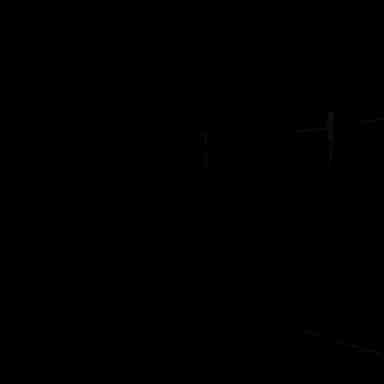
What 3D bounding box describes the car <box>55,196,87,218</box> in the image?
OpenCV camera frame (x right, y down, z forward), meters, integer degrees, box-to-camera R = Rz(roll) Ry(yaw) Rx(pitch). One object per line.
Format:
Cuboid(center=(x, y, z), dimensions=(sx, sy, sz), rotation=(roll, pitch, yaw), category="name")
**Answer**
Cuboid(center=(-11.695, 1.445, 33.108), dimensions=(2.150, 2.045, 5.566), rotation=(0, -1, -1), category="car")
